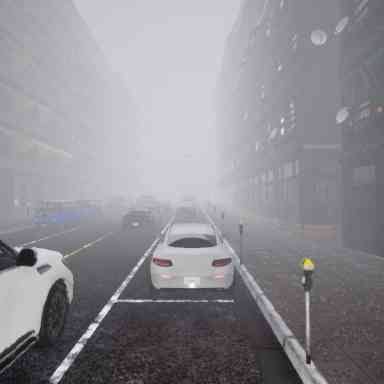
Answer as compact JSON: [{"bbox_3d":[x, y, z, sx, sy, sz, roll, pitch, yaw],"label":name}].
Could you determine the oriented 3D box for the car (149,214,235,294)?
[{"bbox_3d":[0.003,1.531,8.653,1.812,1.442,4.674,0,0,0],"label":"car"}]

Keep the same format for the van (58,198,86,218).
[{"bbox_3d":[-8.311,1.359,20.753,1.690,1.788,3.998,2,0,0],"label":"van"}]

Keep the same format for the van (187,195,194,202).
[{"bbox_3d":[-0.470,1.576,87.068,1.690,1.788,3.998,1,0,0],"label":"van"}]

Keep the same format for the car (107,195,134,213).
[{"bbox_3d":[-8.312,1.366,37.346,2.192,1.841,5.009,1,0,0],"label":"car"}]

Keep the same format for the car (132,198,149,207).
[{"bbox_3d":[-8.319,1.660,53.938,1.947,1.339,4.313,1,0,0],"label":"car"}]

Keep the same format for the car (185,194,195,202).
[{"bbox_3d":[-0.469,1.521,81.536,2.192,1.841,5.009,1,0,0],"label":"car"}]

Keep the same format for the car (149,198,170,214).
[{"bbox_3d":[-2.973,1.609,34.486,1.994,1.385,4.181,0,0,1],"label":"car"}]

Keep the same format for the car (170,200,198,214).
[{"bbox_3d":[-0.437,1.572,26.224,1.887,1.381,4.507,1,0,0],"label":"car"}]

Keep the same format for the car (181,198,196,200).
[{"bbox_3d":[-0.437,1.583,31.754,1.887,1.381,4.507,1,0,0],"label":"car"}]

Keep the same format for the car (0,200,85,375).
[{"bbox_3d":[-3.020,1.225,3.095,2.150,2.045,5.566,0,0,0],"label":"car"}]

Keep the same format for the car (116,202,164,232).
[{"bbox_3d":[-2.970,1.541,19.926,1.812,1.442,4.674,0,0,0],"label":"car"}]

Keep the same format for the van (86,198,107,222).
[{"bbox_3d":[-8.313,1.368,26.285,1.690,1.788,3.998,1,0,0],"label":"van"}]

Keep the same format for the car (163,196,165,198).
[{"bbox_3d":[-8.322,1.847,92.652,1.802,1.307,4.206,1,0,0],"label":"car"}]

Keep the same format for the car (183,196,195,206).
[{"bbox_3d":[-0.471,1.553,59.411,1.967,1.590,4.097,1,0,0],"label":"car"}]

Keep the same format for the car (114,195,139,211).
[{"bbox_3d":[-8.312,1.379,42.876,2.192,1.841,5.009,1,0,0],"label":"car"}]

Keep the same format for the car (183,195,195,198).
[{"bbox_3d":[-0.427,1.490,37.286,1.967,1.590,4.097,1,0,0],"label":"car"}]

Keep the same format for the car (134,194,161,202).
[{"bbox_3d":[-5.804,1.287,43.215,2.150,2.045,5.566,0,0,1],"label":"car"}]
